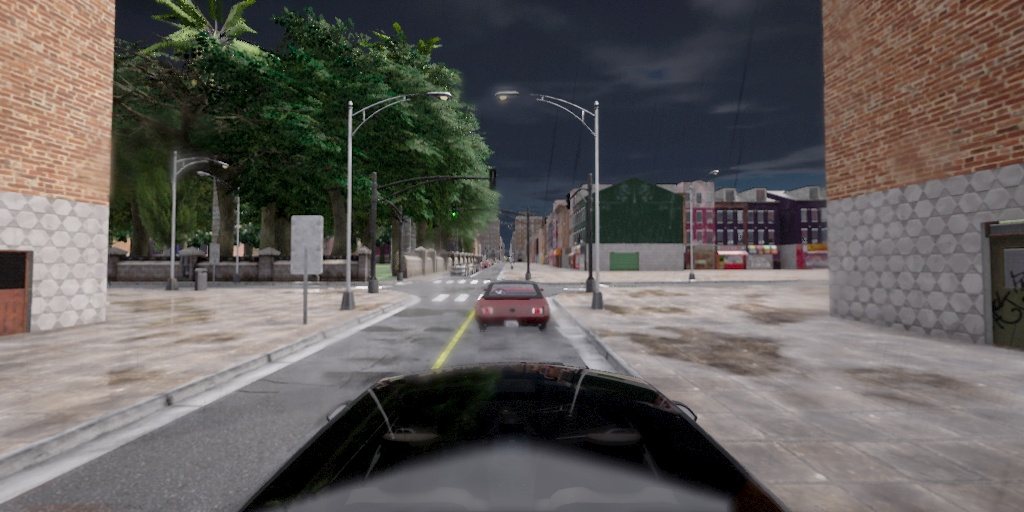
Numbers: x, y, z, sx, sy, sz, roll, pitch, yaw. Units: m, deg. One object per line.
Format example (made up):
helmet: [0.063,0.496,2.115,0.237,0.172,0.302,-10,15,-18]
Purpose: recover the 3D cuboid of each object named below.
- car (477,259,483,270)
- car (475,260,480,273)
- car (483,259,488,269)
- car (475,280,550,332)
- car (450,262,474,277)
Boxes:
car: [-5.601,1.544,50.885,1.948,1.339,4.313,0,0,0]
car: [-5.557,1.498,45.436,2.007,1.370,4.403,0,0,0]
car: [-5.689,1.628,61.784,1.802,1.307,4.207,0,0,0]
car: [0.043,1.387,11.014,1.895,1.301,4.718,0,0,1]
car: [-5.527,1.461,38.300,2.007,1.370,4.403,0,0,0]
